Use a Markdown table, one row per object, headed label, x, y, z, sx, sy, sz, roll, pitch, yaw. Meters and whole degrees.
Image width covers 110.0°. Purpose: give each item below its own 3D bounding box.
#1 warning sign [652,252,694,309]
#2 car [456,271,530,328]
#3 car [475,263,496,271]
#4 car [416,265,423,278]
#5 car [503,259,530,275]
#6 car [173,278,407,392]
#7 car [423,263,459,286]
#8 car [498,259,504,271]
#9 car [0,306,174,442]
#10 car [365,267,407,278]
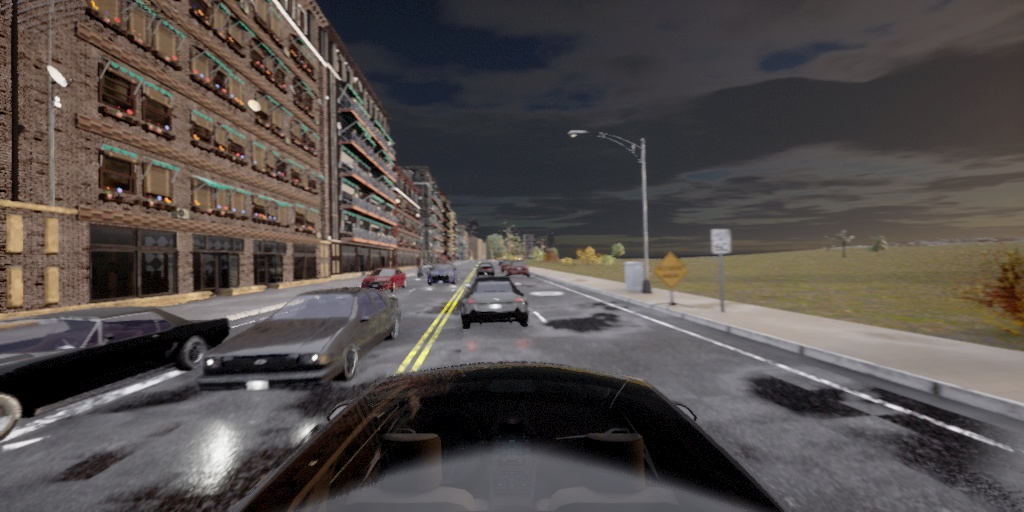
| label | x | y | z | sx | sy | sz | roll | pitch | yaw |
| --- | --- | --- | --- | --- | --- | --- | --- | --- | --- |
| warning sign | 5.404 | 0.783 | 12.108 | 1.300 | 1.860 | 1.060 | 0 | 0 | -5 |
| car | -0.613 | 1.370 | 11.846 | 1.994 | 1.385 | 4.181 | -1 | 0 | -5 |
| car | -2.771 | 1.473 | 37.835 | 1.837 | 1.490 | 4.892 | -1 | 0 | -4 |
| car | -9.595 | 1.666 | 40.837 | 1.812 | 1.442 | 4.674 | -1 | 0 | -5 |
| car | 0.549 | 1.236 | 36.913 | 2.097 | 1.767 | 4.553 | -1 | 0 | -4 |
| car | -3.718 | 1.407 | 7.580 | 2.033 | 1.411 | 5.357 | -1 | 0 | -5 |
| car | -5.424 | 1.341 | 28.592 | 2.097 | 1.767 | 4.553 | -1 | 0 | -4 |
| car | -0.477 | 1.309 | 49.313 | 2.097 | 1.767 | 4.553 | -1 | 0 | -4 |
| car | -6.798 | 1.523 | 5.395 | 1.895 | 1.301 | 4.718 | -1 | 0 | -5 |
| car | -8.285 | 1.513 | 23.625 | 1.882 | 1.535 | 5.008 | -1 | 0 | -5 |
